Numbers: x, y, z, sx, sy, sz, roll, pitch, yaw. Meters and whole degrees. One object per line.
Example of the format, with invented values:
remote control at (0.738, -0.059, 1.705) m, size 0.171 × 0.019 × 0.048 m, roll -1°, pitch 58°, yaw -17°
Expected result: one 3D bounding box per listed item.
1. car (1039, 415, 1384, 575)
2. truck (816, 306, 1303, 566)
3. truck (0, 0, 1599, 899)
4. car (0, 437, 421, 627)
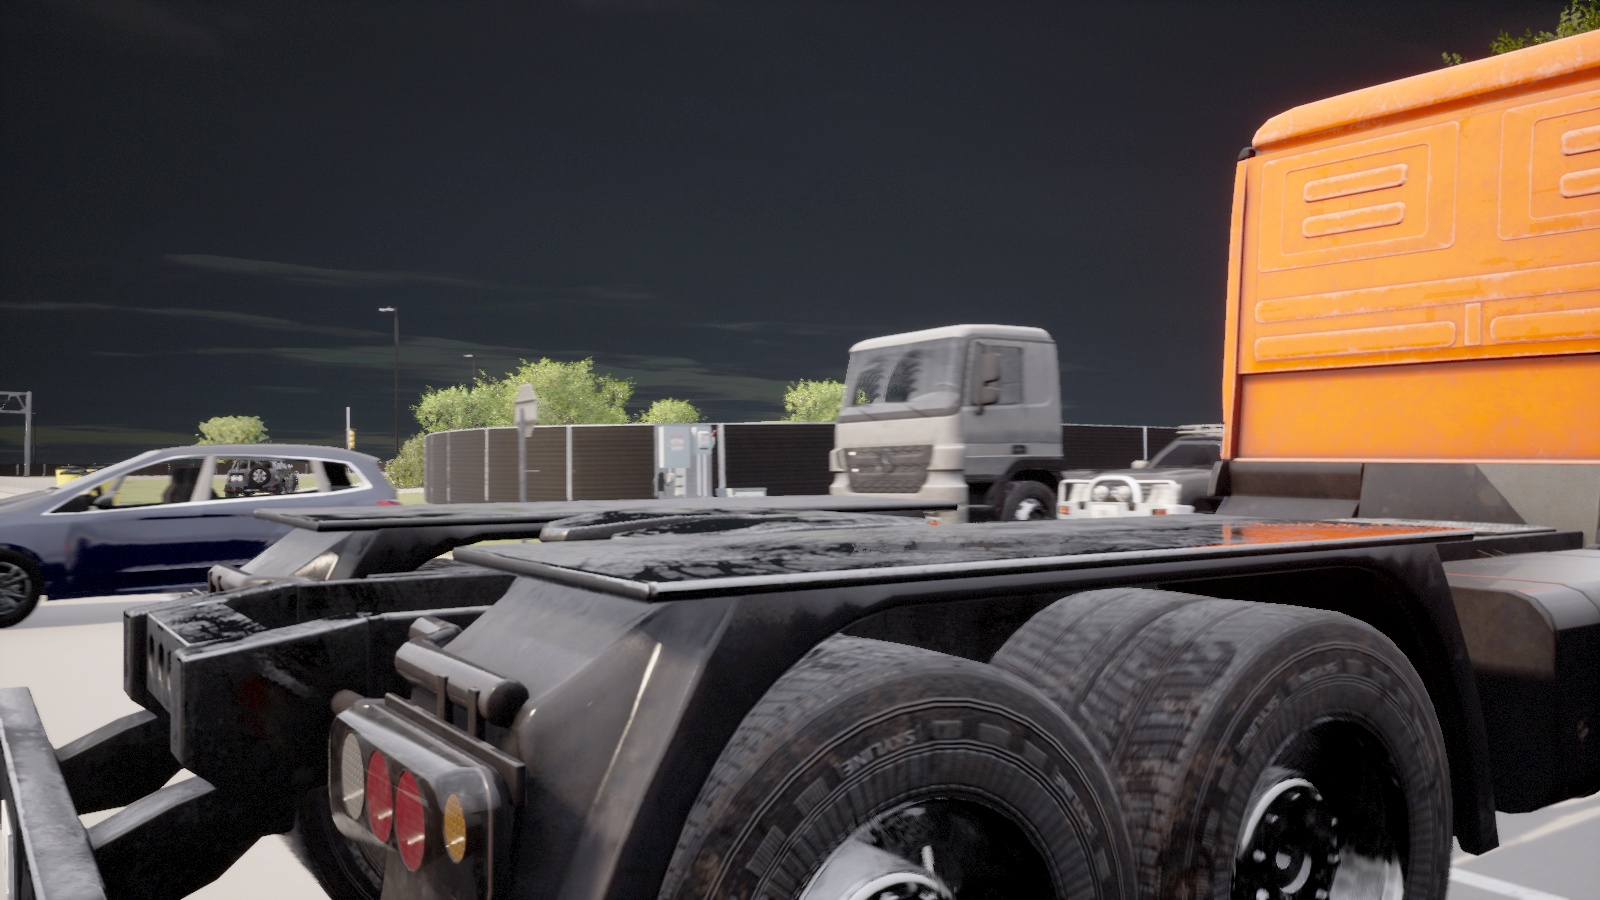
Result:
car at (5.535, 0.582, 16.681) m, size 4.605 × 1.855 × 1.932 m, roll 1°, pitch -2°, yaw -34°
truck at (4.357, -0.128, 20.161) m, size 7.936 × 3.462 × 2.891 m, roll 0°, pitch -2°, yaw -34°
truck at (1.624, -0.220, 4.834) m, size 7.936 × 3.462 × 2.891 m, roll 0°, pitch 0°, yaw -34°
car at (-6.500, 0.730, 12.739) m, size 4.611 × 1.667 × 2.242 m, roll 0°, pitch -1°, yaw -34°
